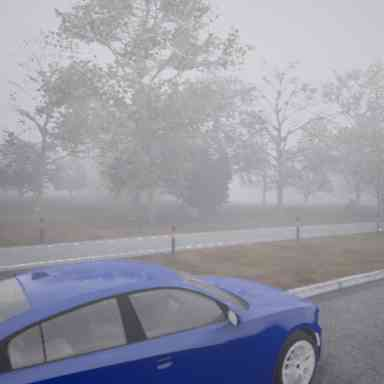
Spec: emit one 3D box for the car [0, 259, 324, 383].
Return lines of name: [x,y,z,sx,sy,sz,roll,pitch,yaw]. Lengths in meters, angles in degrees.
car: [-0.686,1.481,3.455,5.008,1.535,2.097,0,0,-34]
